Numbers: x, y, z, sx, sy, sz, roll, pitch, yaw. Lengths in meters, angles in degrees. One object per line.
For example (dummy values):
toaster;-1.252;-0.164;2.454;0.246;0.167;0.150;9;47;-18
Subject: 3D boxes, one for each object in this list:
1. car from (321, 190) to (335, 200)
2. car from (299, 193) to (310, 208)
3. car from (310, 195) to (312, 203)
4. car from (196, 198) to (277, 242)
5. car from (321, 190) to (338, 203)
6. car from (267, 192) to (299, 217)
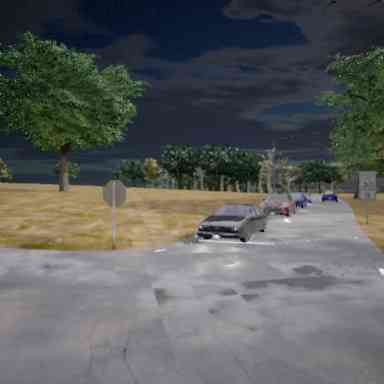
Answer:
car;22.145;0.471;54.355;1.882;1.535;5.008;0;1;20
car;10.681;0.784;34.281;1.882;1.535;5.008;0;1;24
car;14.614;0.753;43.480;1.895;1.301;4.718;0;1;23
car;2.055;1.211;14.696;2.033;1.411;5.357;0;1;26
car;18.497;0.594;44.686;1.882;1.535;5.008;0;1;22
car;6.347;0.831;24.528;2.097;1.767;4.553;0;1;24
